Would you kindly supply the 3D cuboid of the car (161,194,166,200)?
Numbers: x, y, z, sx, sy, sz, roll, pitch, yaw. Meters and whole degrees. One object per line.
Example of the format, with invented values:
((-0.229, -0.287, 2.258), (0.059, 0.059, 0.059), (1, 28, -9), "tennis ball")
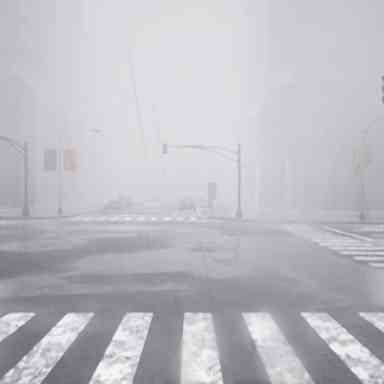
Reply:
((-9.282, 1.640, 93.542), (1.887, 1.381, 4.507), (0, 0, 0), "car")

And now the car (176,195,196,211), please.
((-0.524, 1.425, 39.317), (1.967, 1.590, 4.097), (0, 0, 0), "car")

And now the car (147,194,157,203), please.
((-9.189, 1.626, 71.839), (1.802, 1.307, 4.206), (0, 0, 0), "car")

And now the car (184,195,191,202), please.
((-1.111, 1.547, 82.989), (1.882, 1.535, 5.008), (0, 0, 0), "car")

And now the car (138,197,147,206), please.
((-9.118, 1.537, 55.391), (1.752, 1.417, 4.829), (0, 0, 0), "car")

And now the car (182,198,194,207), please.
((-0.570, 1.585, 50.166), (1.802, 1.307, 4.206), (0, 0, 0), "car")

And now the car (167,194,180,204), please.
((-3.398, 1.633, 65.930), (1.895, 1.301, 4.718), (0, 0, 0), "car")

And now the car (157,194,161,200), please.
((-9.213, 1.371, 77.265), (2.192, 1.841, 5.009), (0, 0, 0), "car")

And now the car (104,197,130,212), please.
((-9.048, 1.551, 39.283), (1.947, 1.339, 4.313), (0, 0, 0), "car")

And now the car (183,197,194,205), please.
((-0.617, 1.567, 61.016), (1.887, 1.381, 4.507), (0, 0, 0), "car")

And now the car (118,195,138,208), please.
((-9.073, 1.309, 44.709), (2.192, 1.841, 5.009), (0, 0, 0), "car")

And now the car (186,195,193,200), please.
((-0.758, 1.640, 93.566), (1.887, 1.381, 4.507), (0, 0, 0), "car")
